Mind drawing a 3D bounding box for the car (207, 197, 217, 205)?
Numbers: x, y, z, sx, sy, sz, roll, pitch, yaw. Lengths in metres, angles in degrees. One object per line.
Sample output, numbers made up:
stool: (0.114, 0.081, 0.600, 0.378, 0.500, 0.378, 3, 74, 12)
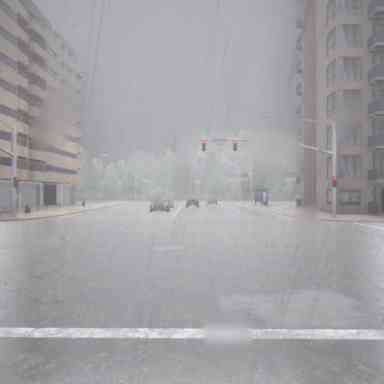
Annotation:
car: (3.720, 1.547, 60.779, 2.033, 1.411, 5.357, 0, 0, 4)

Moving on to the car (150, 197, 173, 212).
car: (-3.614, 1.352, 38.279, 2.097, 1.767, 4.553, 0, 0, 0)

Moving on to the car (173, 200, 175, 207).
car: (-3.606, 1.505, 48.061, 1.837, 1.490, 4.892, 0, 0, 0)

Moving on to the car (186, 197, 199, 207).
car: (0.070, 1.504, 51.419, 1.837, 1.490, 4.892, 0, 0, 0)
